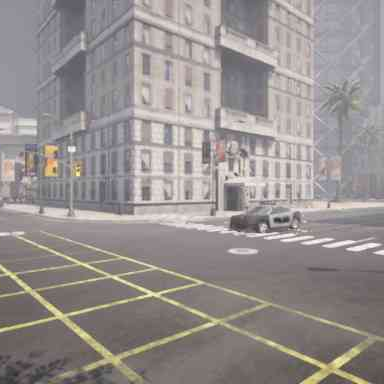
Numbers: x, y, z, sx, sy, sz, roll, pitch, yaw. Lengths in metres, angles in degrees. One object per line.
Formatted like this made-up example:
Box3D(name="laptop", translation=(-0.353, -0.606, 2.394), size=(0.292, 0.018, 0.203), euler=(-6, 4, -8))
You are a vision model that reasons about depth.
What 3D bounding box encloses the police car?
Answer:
Box3D(name="police car", translation=(4.274, 1.423, 19.182), size=(5.238, 1.638, 1.930), euler=(0, 0, -40))
